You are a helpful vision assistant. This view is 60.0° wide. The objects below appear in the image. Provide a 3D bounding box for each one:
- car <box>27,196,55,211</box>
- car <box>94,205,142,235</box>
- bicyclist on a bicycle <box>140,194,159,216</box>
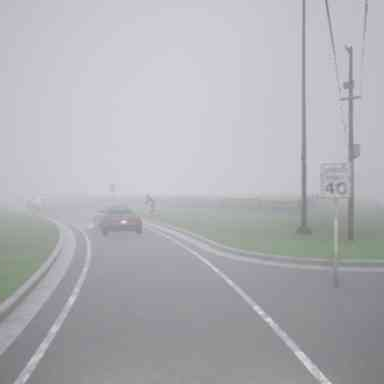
[{"bbox_3d":[-15.975,1.189,35.267,1.812,1.442,4.674,-1,1,-40],"label":"car"},{"bbox_3d":[-3.989,1.373,17.584,1.994,1.385,4.181,-1,1,-22],"label":"car"},{"bbox_3d":[-3.227,1.011,25.292,1.656,1.620,0.582,-1,1,-30],"label":"bicyclist on a bicycle"}]
